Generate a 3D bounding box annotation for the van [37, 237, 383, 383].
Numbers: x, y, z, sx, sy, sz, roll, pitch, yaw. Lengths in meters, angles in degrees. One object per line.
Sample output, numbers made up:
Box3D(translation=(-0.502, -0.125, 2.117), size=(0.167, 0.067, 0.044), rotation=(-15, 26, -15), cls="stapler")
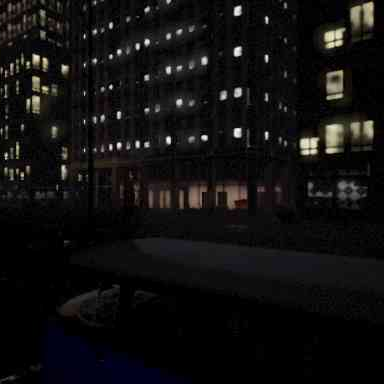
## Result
Box3D(translation=(0.492, 1.344, 2.516), size=(3.998, 1.788, 1.690), rotation=(0, 0, 36), cls="van")
